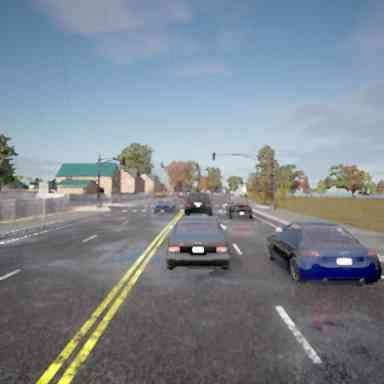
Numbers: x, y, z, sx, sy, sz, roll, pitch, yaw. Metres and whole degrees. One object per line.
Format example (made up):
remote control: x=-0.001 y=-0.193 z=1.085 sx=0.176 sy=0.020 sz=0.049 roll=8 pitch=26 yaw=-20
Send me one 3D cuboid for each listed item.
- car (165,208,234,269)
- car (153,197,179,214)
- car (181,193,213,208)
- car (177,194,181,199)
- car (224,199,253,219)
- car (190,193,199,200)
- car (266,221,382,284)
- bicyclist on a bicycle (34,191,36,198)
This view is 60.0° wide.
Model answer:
car: x=0.184 y=1.482 z=10.865 sx=2.033 sy=1.411 sz=5.357 roll=0 pitch=0 yaw=1
car: x=-2.634 y=1.420 z=32.783 sx=1.895 sy=1.301 sz=4.718 roll=0 pitch=0 yaw=2
car: x=0.537 y=1.068 z=26.873 sx=2.150 sy=2.045 sz=5.566 roll=0 pitch=0 yaw=2
car: x=-2.586 y=1.224 z=83.818 sx=1.895 sy=1.301 sz=4.718 roll=0 pitch=0 yaw=5
car: x=3.805 y=1.349 z=27.353 sx=1.837 sy=1.490 sz=4.892 roll=0 pitch=0 yaw=2
car: x=0.650 y=1.104 z=83.525 sx=1.882 sy=1.535 sz=5.008 roll=0 pitch=0 yaw=5
car: x=3.427 y=1.508 z=9.432 sx=1.994 sy=1.385 sz=4.181 roll=0 pitch=0 yaw=1
bicyclist on a bicycle: x=-23.694 y=0.717 z=50.200 sx=0.582 sy=1.620 sz=1.656 roll=1 pitch=0 yaw=16
